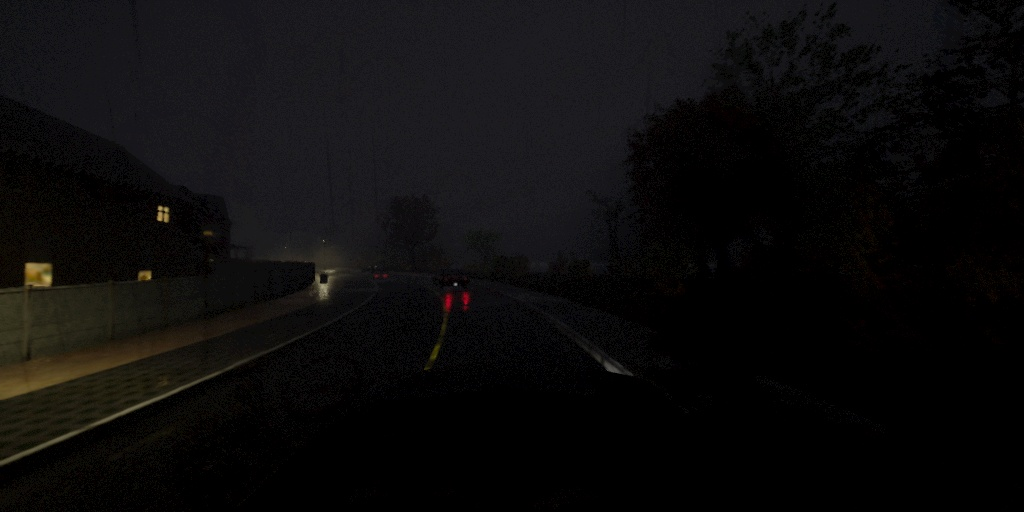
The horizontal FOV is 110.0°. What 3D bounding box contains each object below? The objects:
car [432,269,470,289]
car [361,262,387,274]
[{"bbox_3d":[-4.435,1.555,25.230,1.895,1.301,4.718,0,0,-21],"label":"car"},{"bbox_3d":[-17.978,1.530,46.651,2.128,1.511,4.902,1,-1,-42],"label":"car"}]
